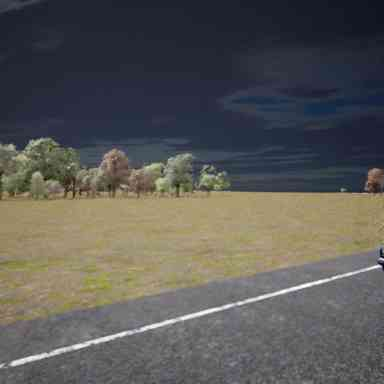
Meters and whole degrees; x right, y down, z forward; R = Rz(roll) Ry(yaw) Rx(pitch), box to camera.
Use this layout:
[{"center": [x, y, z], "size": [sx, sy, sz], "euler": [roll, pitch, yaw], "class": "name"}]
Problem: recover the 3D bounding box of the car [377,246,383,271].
[{"center": [7.004, 1.597, 8.984], "size": [4.718, 1.301, 1.895], "euler": [0, 0, -35], "class": "car"}]
